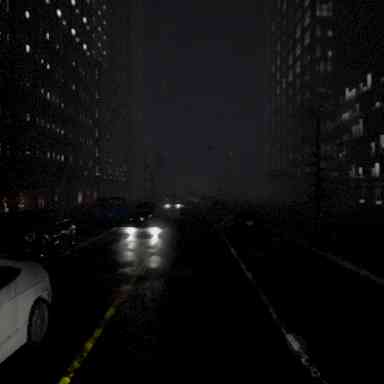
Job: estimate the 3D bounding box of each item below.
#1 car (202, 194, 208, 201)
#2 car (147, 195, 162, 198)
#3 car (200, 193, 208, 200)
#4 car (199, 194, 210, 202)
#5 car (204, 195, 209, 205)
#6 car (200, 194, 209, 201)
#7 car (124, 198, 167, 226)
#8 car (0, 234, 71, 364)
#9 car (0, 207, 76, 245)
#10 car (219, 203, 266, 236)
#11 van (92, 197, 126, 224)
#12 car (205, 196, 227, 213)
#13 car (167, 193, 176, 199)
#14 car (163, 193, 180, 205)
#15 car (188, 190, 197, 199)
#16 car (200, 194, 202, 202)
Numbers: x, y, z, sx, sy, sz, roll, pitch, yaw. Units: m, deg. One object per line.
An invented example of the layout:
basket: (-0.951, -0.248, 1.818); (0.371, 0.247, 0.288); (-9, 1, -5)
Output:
car: (2.735, 1.194, 45.736); (1.967, 1.590, 4.097); (-1, 0, 0)
car: (-5.644, 1.334, 45.748); (1.802, 1.307, 4.206); (-1, 0, 0)
car: (2.776, 1.089, 79.763); (1.752, 1.417, 4.829); (-1, 0, 0)
car: (2.435, 1.131, 63.927); (1.882, 1.535, 5.008); (0, 0, 0)
car: (2.729, 1.367, 40.095); (1.802, 1.307, 4.206); (-1, 0, 0)
car: (2.769, 1.142, 73.950); (1.887, 1.381, 4.507); (-1, 0, 0)
car: (-3.012, 1.385, 22.558); (1.837, 1.490, 4.892); (0, 0, 1)
car: (-3.095, 1.506, 3.524); (1.812, 1.442, 4.674); (0, 0, 0)
car: (-5.686, 1.376, 11.900); (1.967, 1.590, 4.097); (-1, 0, 0)
car: (2.703, 1.474, 17.524); (1.947, 1.339, 4.313); (-1, 0, 0)
van: (-5.674, 1.216, 23.182); (1.690, 1.788, 3.998); (-1, 0, 0)
car: (2.723, 1.382, 34.452); (1.947, 1.339, 4.313); (-1, 0, 0)
car: (-5.591, 1.049, 90.877); (2.008, 1.369, 4.403); (-1, 0, 0)
car: (-3.006, 1.063, 53.433); (2.097, 1.767, 4.553); (0, 0, 0)
car: (0.098, 0.589, 82.205); (2.150, 2.045, 5.566); (0, 0, 0)
car: (2.743, 1.289, 51.380); (1.947, 1.339, 4.313); (-1, 0, 0)
